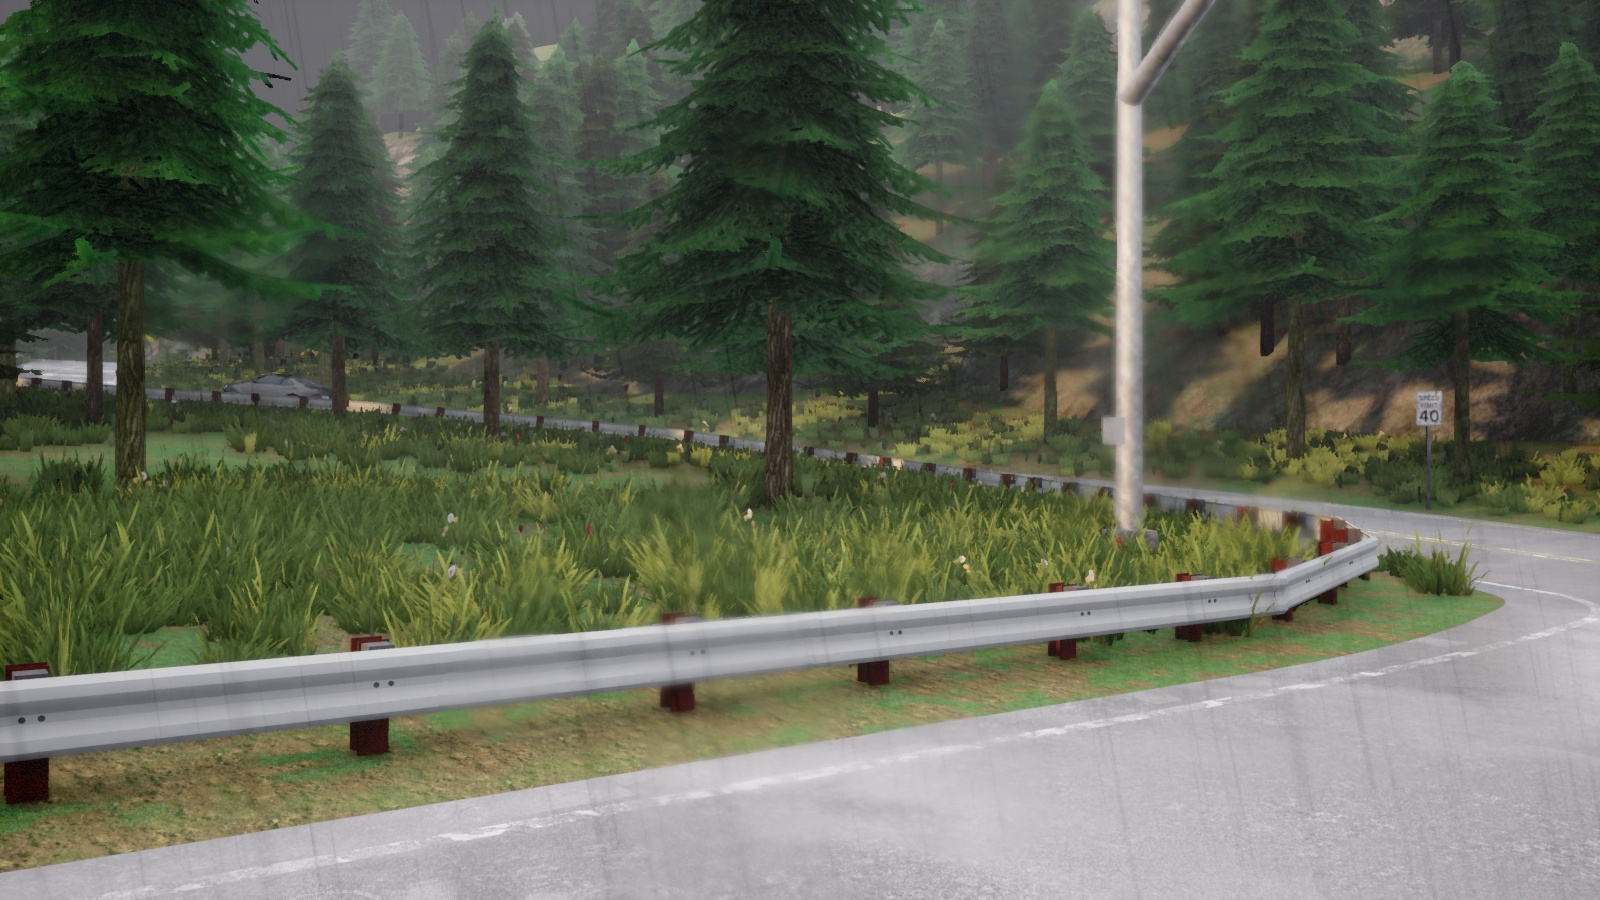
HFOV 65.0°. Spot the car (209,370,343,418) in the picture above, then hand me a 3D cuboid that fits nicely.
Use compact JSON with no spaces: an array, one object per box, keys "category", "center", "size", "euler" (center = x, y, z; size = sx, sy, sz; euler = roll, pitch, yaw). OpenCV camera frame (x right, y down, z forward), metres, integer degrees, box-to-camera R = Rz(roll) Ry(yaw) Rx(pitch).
[{"category":"car","center":[-19.060,-2.020,45.714],"size":[4.181,1.385,1.994],"euler":[5,2,20]}]
